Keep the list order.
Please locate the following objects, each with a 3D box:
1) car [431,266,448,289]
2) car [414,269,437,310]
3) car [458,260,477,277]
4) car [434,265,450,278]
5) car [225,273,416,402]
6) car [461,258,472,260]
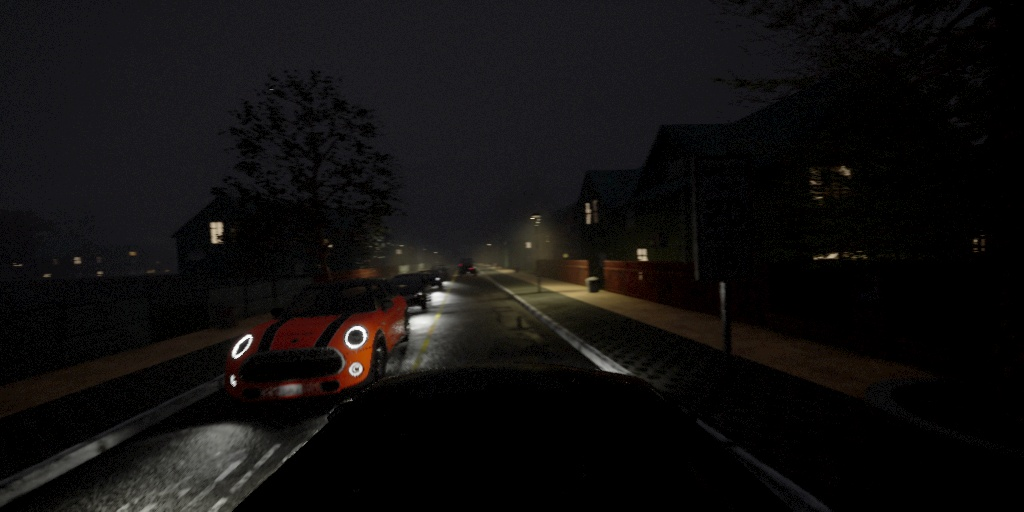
[{"bbox_3d":[-5.977,1.675,26.103,1.895,1.301,4.718,-3,0,-8],"label":"car"},{"bbox_3d":[-4.594,1.524,15.975,1.812,1.442,4.674,-3,0,-8],"label":"car"},{"bbox_3d":[-4.925,1.526,40.006,1.837,1.490,4.892,-3,0,-8],"label":"car"},{"bbox_3d":[-7.340,1.641,36.304,2.128,1.511,4.902,-3,0,-7],"label":"car"},{"bbox_3d":[-3.402,1.284,7.192,2.097,1.767,4.553,-3,0,-8],"label":"car"},{"bbox_3d":[-6.435,1.328,50.869,2.150,2.045,5.566,-3,0,-8],"label":"car"}]
